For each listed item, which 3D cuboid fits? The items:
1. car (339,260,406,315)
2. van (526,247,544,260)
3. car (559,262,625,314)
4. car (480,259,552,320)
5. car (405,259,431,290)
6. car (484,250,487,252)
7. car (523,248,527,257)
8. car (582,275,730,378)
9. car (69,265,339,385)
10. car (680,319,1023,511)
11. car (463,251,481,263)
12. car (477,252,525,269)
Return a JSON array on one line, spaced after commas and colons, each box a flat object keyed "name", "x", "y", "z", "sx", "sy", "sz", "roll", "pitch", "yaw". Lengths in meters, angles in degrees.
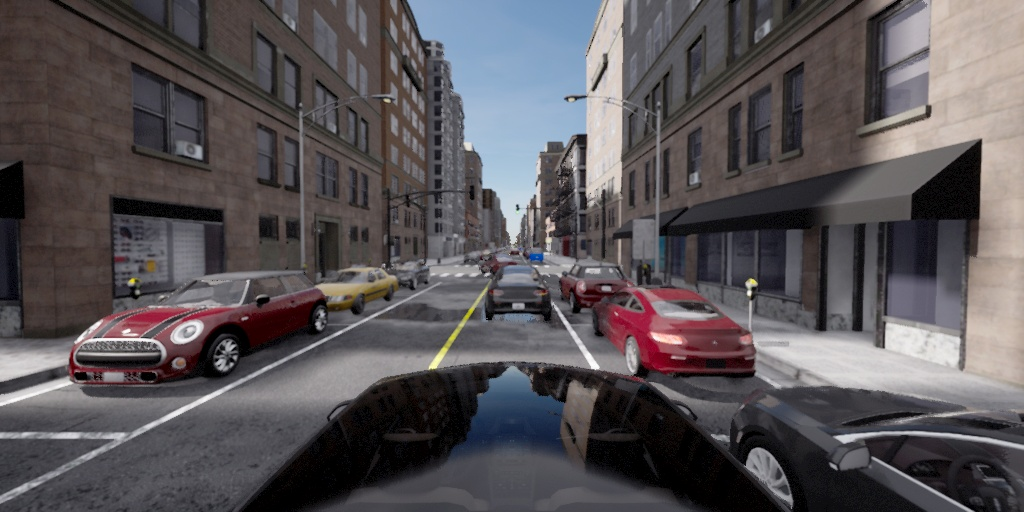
[{"name": "car", "x": -5.298, "y": 0.985, "z": 12.173, "sx": 1.751, "sy": 1.417, "sz": 4.829, "roll": 0, "pitch": 0, "yaw": 1}, {"name": "van", "x": 3.016, "y": -0.081, "z": 44.867, "sx": 1.690, "sy": 1.789, "sz": 3.998, "roll": 0, "pitch": 0, "yaw": 1}, {"name": "car", "x": 2.729, "y": 0.904, "z": 12.281, "sx": 1.967, "sy": 1.591, "sz": 4.097, "roll": 0, "pitch": 0, "yaw": 1}, {"name": "car", "x": 0.184, "y": 1.017, "z": 11.243, "sx": 1.812, "sy": 1.442, "sz": 4.674, "roll": 0, "pitch": 2, "yaw": 1}, {"name": "car", "x": -5.248, "y": 0.861, "z": 17.859, "sx": 2.007, "sy": 1.370, "sz": 4.403, "roll": 0, "pitch": 0, "yaw": 1}, {"name": "car", "x": -4.959, "y": -0.035, "z": 50.609, "sx": 1.888, "sy": 1.381, "sz": 4.507, "roll": 0, "pitch": 0, "yaw": 1}, {"name": "car", "x": 3.116, "y": -0.148, "z": 56.225, "sx": 1.802, "sy": 1.307, "sz": 4.207, "roll": 0, "pitch": 0, "yaw": 1}, {"name": "car", "x": 2.680, "y": 1.196, "z": 6.764, "sx": 1.802, "sy": 1.307, "sz": 4.207, "roll": 0, "pitch": 0, "yaw": 1}, {"name": "car", "x": -5.345, "y": 1.049, "z": 6.827, "sx": 1.967, "sy": 1.591, "sz": 4.097, "roll": 0, "pitch": 0, "yaw": 1}, {"name": "car", "x": 2.631, "y": 1.314, "z": 1.247, "sx": 2.007, "sy": 1.370, "sz": 4.403, "roll": 0, "pitch": 0, "yaw": 1}, {"name": "car", "x": -5.009, "y": 0.125, "z": 44.929, "sx": 2.007, "sy": 1.370, "sz": 4.403, "roll": 0, "pitch": 0, "yaw": 1}, {"name": "car", "x": -0.914, "y": 0.641, "z": 25.072, "sx": 1.812, "sy": 1.442, "sz": 4.674, "roll": 0, "pitch": 2, "yaw": -17}]
